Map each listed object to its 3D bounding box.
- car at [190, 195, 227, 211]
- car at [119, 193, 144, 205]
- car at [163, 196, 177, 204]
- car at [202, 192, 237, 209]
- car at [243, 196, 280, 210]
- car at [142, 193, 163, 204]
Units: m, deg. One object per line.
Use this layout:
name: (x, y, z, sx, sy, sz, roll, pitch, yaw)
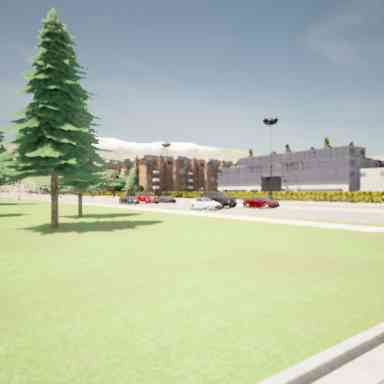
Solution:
car: (1.527, 1.389, 38.871, 1.812, 1.442, 4.674, 0, 0, -36)
car: (-10.629, 1.363, 55.807, 2.128, 1.511, 4.902, 0, 0, -36)
car: (-4.847, 1.371, 59.754, 2.033, 1.411, 5.357, 0, 0, -36)
car: (3.295, 1.064, 42.361, 2.150, 2.045, 5.566, 0, 0, -36)
car: (8.520, 1.301, 41.141, 1.882, 1.535, 5.008, 0, 0, -36)
car: (-7.811, 1.172, 57.882, 2.150, 2.045, 5.566, 0, 0, -36)
